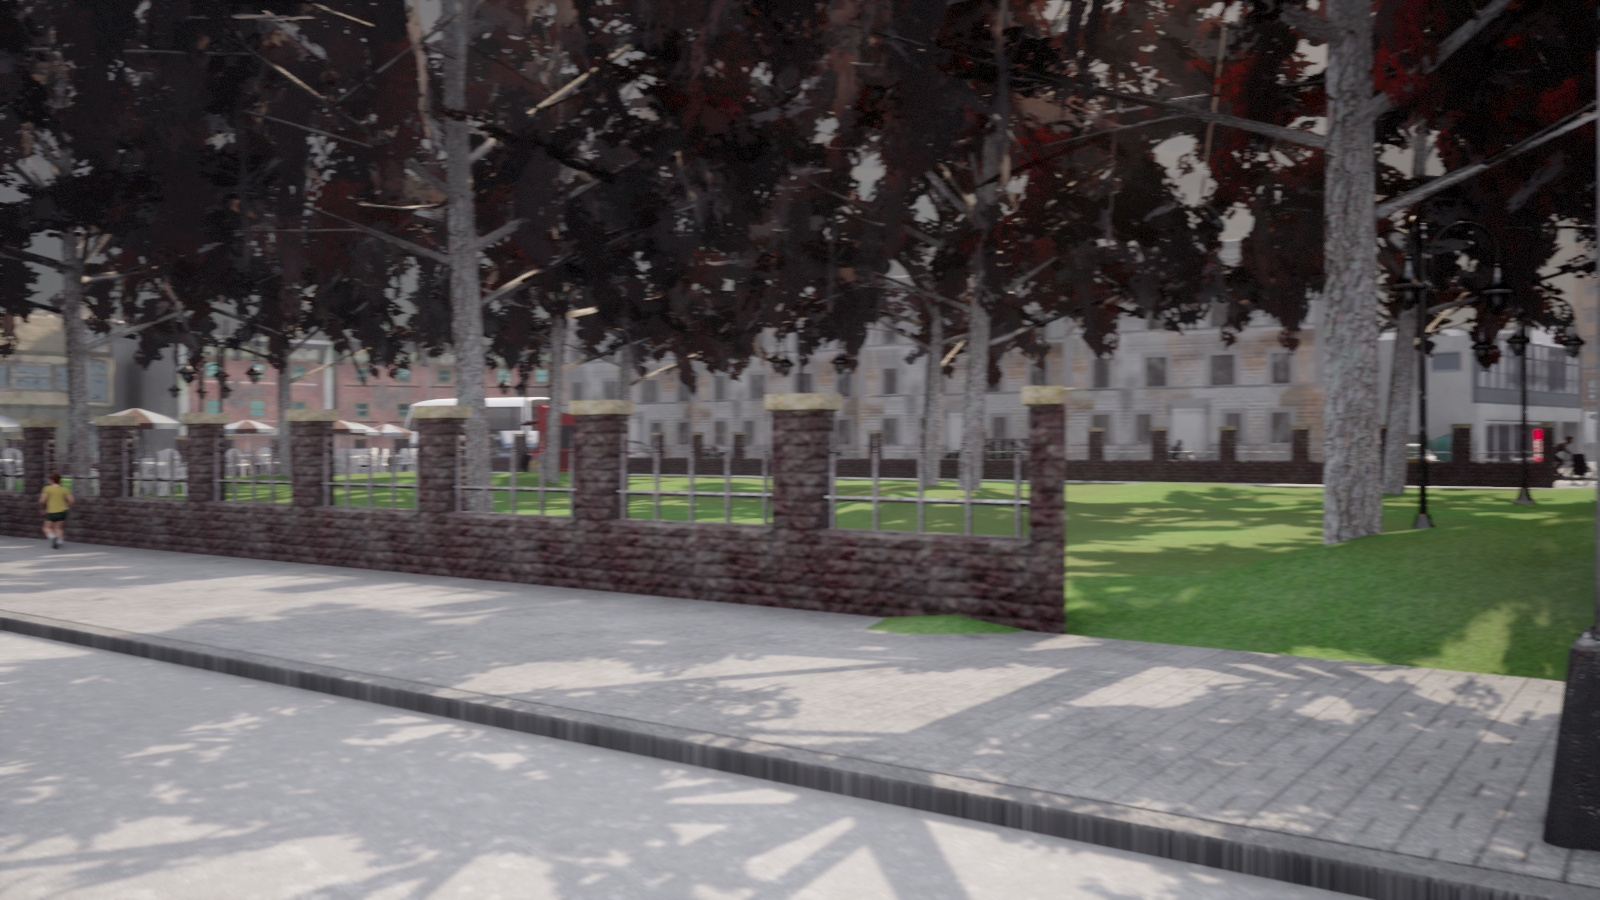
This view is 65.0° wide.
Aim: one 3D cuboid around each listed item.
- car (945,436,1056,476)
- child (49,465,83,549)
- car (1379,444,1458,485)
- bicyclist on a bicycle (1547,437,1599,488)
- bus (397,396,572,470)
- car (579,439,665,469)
[{"bbox_3d":[9.149,0.249,57.455,4.553,1.767,2.097,0,0,36],"label":"car"},{"bbox_3d":[-9.881,0.761,16.908,0.394,1.110,0.255,0,0,37],"label":"child"},{"bbox_3d":[21.396,0.497,43.429,2.207,1.376,1.481,0,0,37],"label":"car"},{"bbox_3d":[25.162,0.402,40.639,1.656,1.620,0.582,0,1,37],"label":"bicyclist on a bicycle"},{"bbox_3d":[-19.223,-1.035,76.346,10.273,4.253,3.944,0,1,28],"label":"bus"},{"bbox_3d":[-10.167,0.198,71.727,4.611,1.667,2.242,0,0,37],"label":"car"}]
